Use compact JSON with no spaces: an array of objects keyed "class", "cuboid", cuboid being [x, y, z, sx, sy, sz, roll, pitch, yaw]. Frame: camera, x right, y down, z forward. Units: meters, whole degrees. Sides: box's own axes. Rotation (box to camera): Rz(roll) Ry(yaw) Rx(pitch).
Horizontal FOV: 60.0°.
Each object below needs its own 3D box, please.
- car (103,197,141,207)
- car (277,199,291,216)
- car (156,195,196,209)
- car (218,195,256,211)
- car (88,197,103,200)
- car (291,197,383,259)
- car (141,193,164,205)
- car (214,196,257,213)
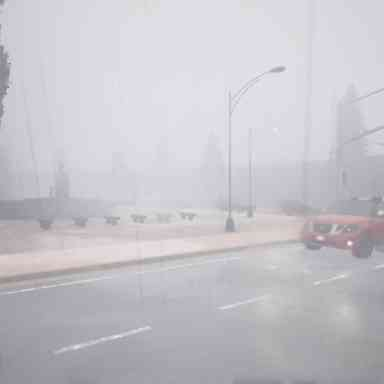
[{"class":"car","cuboid":[-10.641,1.601,50.517,4.718,1.301,1.895,0,0,25]},{"class":"car","cuboid":[10.496,1.526,30.430,1.812,1.442,4.674,0,0,-35]},{"class":"car","cuboid":[-2.122,1.505,45.187,4.892,1.490,1.837,0,0,38]},{"class":"car","cuboid":[5.660,1.352,42.449,2.097,1.767,4.553,0,0,-42]},{"class":"car","cuboid":[-19.303,1.601,64.099,4.718,1.301,1.895,0,0,10]},{"class":"car","cuboid":[6.635,1.221,12.965,5.566,2.045,2.150,0,0,-35]},{"class":"car","cuboid":[-7.374,1.222,60.630,5.566,2.045,2.150,0,0,23]},{"class":"car","cuboid":[4.862,1.547,38.142,2.033,1.411,5.357,0,0,-38]}]
